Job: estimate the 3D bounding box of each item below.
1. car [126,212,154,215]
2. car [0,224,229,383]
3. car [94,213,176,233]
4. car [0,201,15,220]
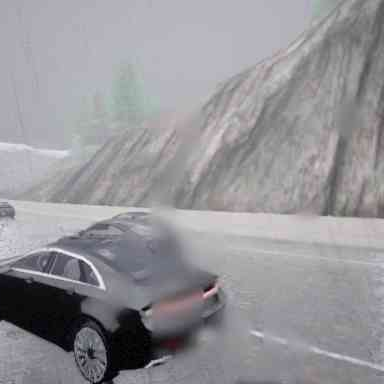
[{"bbox_3d":[-2.724,1.590,15.148,4.181,1.385,1.994,0,0,40],"label":"car"},{"bbox_3d":[-1.763,1.500,5.441,4.902,1.511,2.128,0,0,37],"label":"car"},{"bbox_3d":[-2.335,1.543,10.313,4.674,1.442,1.812,0,0,38],"label":"car"},{"bbox_3d":[-16.403,1.523,27.862,2.128,1.511,4.902,0,0,-44],"label":"car"}]
